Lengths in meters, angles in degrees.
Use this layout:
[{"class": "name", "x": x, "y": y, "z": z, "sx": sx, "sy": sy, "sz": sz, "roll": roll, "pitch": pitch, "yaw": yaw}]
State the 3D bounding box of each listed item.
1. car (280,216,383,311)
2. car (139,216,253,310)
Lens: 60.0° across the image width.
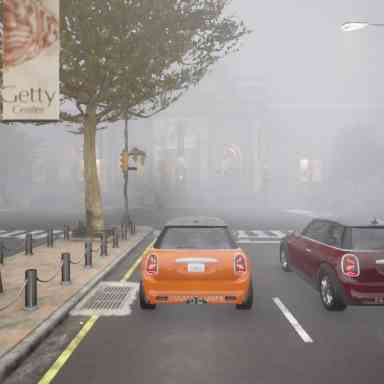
[{"class": "car", "x": 3.586, "y": 1.352, "z": 7.900, "sx": 2.097, "sy": 1.767, "sz": 4.553, "roll": 0, "pitch": 0, "yaw": 0}, {"class": "car", "x": 0.086, "y": 1.352, "z": 7.998, "sx": 2.097, "sy": 1.767, "sz": 4.553, "roll": 0, "pitch": 0, "yaw": 0}]
